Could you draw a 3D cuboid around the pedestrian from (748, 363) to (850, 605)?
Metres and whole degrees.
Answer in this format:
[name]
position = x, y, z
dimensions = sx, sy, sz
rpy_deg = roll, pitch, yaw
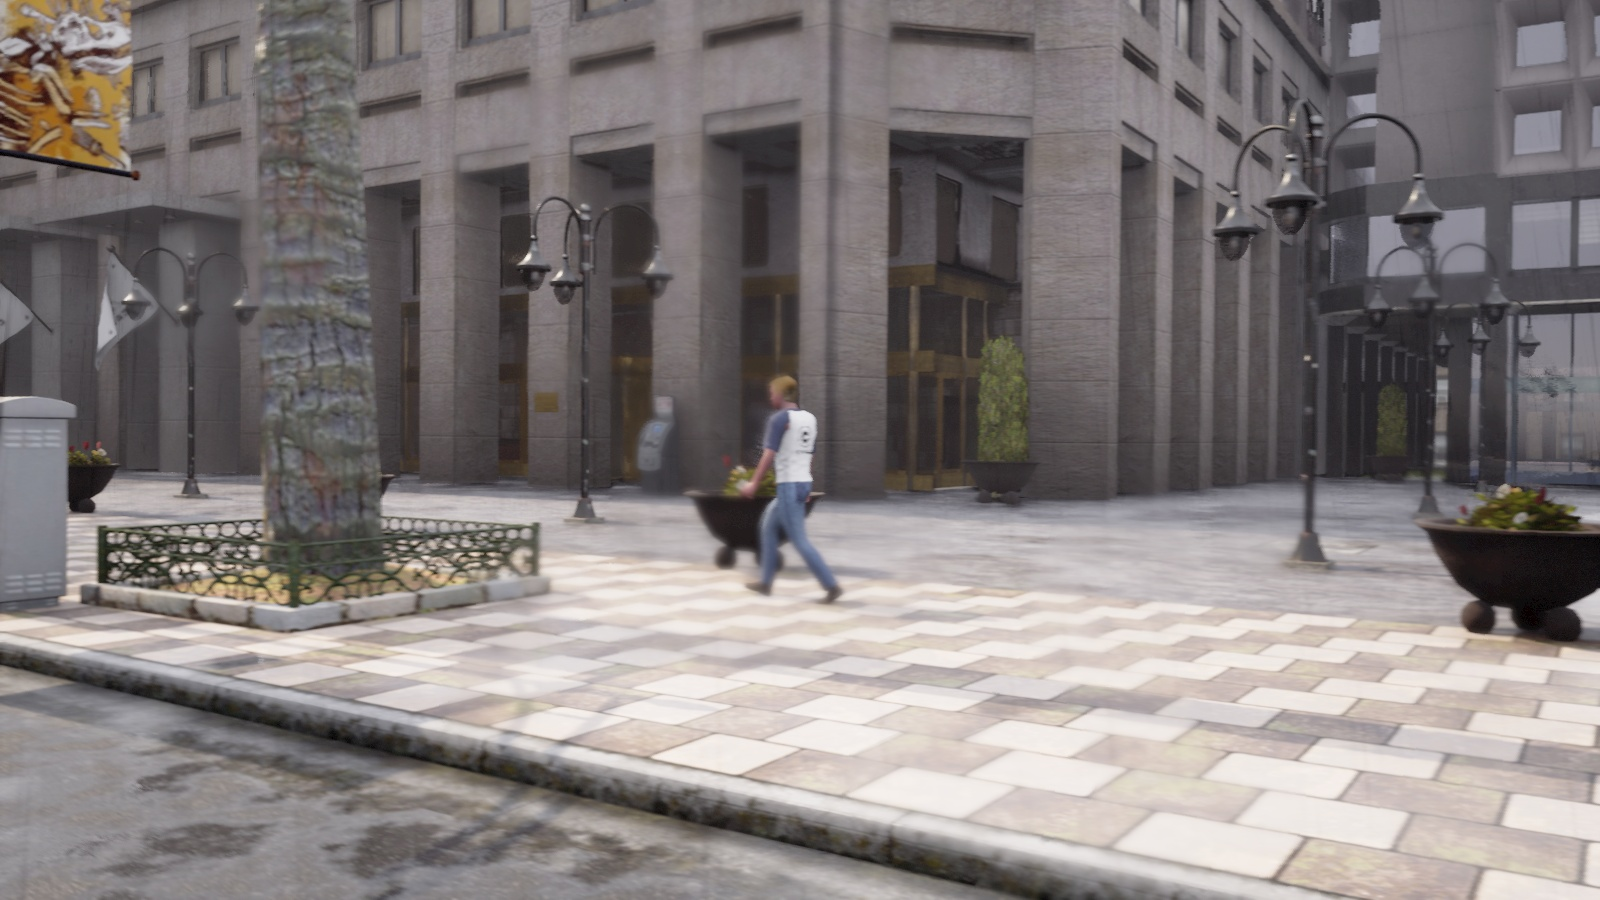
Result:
[pedestrian]
position = -0.009, 0.254, 9.850
dimensions = 0.706, 1.836, 0.354
rpy_deg = 0, 1, 31
